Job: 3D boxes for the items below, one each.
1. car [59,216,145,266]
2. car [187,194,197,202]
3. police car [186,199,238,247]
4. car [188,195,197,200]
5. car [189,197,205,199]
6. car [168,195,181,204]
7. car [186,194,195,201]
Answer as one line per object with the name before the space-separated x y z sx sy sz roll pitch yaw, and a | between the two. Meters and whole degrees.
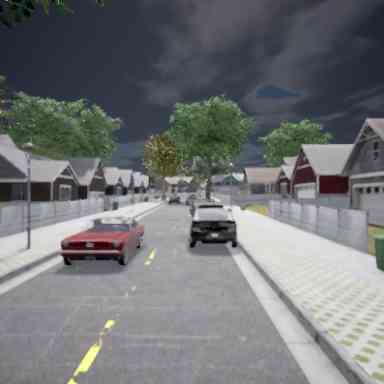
car | -2.848 1.541 11.507 1.895 1.301 4.718 0 0 0
car | 0.009 1.149 66.865 1.812 1.442 4.674 0 0 0
police car | 0.827 1.348 14.670 1.930 1.638 5.238 0 0 0
car | 0.828 1.336 30.564 1.837 1.490 4.892 0 0 0
car | 0.827 1.371 24.563 1.837 1.490 4.892 0 0 0
car | -2.798 1.238 54.170 2.033 1.411 5.357 0 0 1
car | 0.008 1.211 49.572 2.128 1.511 4.902 0 0 0
